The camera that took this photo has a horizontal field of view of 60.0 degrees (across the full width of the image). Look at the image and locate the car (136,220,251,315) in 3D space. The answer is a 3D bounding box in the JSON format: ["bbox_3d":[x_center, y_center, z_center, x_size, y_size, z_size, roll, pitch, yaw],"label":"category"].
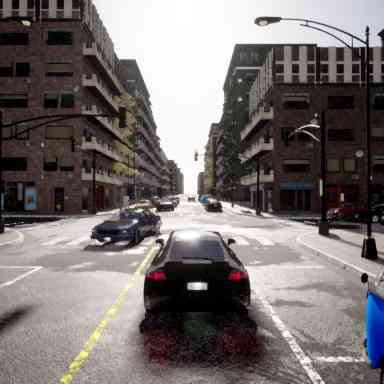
[{"bbox_3d":[0.088,1.566,7.642,1.994,1.385,4.181,0,0,0],"label":"car"}]

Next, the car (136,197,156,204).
[{"bbox_3d":[-5.743,1.539,39.801,1.752,1.417,4.829,1,0,0],"label":"car"}]

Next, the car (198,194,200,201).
[{"bbox_3d":[2.589,1.553,68.369,1.752,1.417,4.829,1,0,0],"label":"car"}]

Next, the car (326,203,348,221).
[{"bbox_3d":[13.595,1.608,28.189,4.097,1.590,1.967,0,-1,1],"label":"car"}]

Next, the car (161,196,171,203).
[{"bbox_3d":[-5.800,1.575,73.828,1.887,1.381,4.507,1,0,0],"label":"car"}]

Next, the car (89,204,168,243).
[{"bbox_3d":[-2.989,1.552,16.363,2.033,1.411,5.357,0,0,11],"label":"car"}]

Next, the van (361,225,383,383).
[{"bbox_3d":[2.671,1.342,2.039,1.690,1.788,3.998,1,0,0],"label":"van"}]

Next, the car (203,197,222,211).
[{"bbox_3d":[2.636,1.580,39.986,1.947,1.339,4.313,1,0,0],"label":"car"}]

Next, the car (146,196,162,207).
[{"bbox_3d":[-5.761,1.459,51.257,1.967,1.590,4.097,1,0,0],"label":"car"}]

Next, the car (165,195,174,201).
[{"bbox_3d":[-5.819,1.588,85.113,2.008,1.369,4.403,1,0,0],"label":"car"}]

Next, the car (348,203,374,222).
[{"bbox_3d":[15.059,1.631,25.581,4.892,1.490,1.837,-1,-1,0],"label":"car"}]

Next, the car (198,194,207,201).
[{"bbox_3d":[2.565,1.352,85.126,2.192,1.841,5.009,1,0,0],"label":"car"}]

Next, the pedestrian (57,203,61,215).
[{"bbox_3d":[-12.591,1.597,31.395,0.500,1.100,0.500,0,-1,1],"label":"pedestrian"}]

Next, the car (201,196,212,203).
[{"bbox_3d":[2.627,1.567,45.628,2.008,1.369,4.403,1,0,0],"label":"car"}]

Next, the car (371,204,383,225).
[{"bbox_3d":[13.505,1.583,19.807,4.313,1.339,1.947,0,-1,1],"label":"car"}]

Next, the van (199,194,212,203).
[{"bbox_3d":[2.611,1.363,56.913,1.690,1.788,3.998,1,0,0],"label":"van"}]

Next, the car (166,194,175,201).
[{"bbox_3d":[-5.827,1.481,90.756,1.967,1.590,4.097,1,0,0],"label":"car"}]

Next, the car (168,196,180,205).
[{"bbox_3d":[-3.170,1.501,60.059,1.882,1.535,5.008,0,0,0],"label":"car"}]

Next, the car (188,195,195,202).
[{"bbox_3d":[-0.135,1.559,80.516,2.128,1.511,4.902,0,0,0],"label":"car"}]

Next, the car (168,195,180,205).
[{"bbox_3d":[-3.179,1.496,49.683,1.882,1.535,5.008,0,0,0],"label":"car"}]

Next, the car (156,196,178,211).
[{"bbox_3d":[-3.167,1.578,40.966,1.994,1.385,4.181,0,0,0],"label":"car"}]

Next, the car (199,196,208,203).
[{"bbox_3d":[2.579,1.612,73.841,1.802,1.307,4.206,1,0,0],"label":"car"}]
